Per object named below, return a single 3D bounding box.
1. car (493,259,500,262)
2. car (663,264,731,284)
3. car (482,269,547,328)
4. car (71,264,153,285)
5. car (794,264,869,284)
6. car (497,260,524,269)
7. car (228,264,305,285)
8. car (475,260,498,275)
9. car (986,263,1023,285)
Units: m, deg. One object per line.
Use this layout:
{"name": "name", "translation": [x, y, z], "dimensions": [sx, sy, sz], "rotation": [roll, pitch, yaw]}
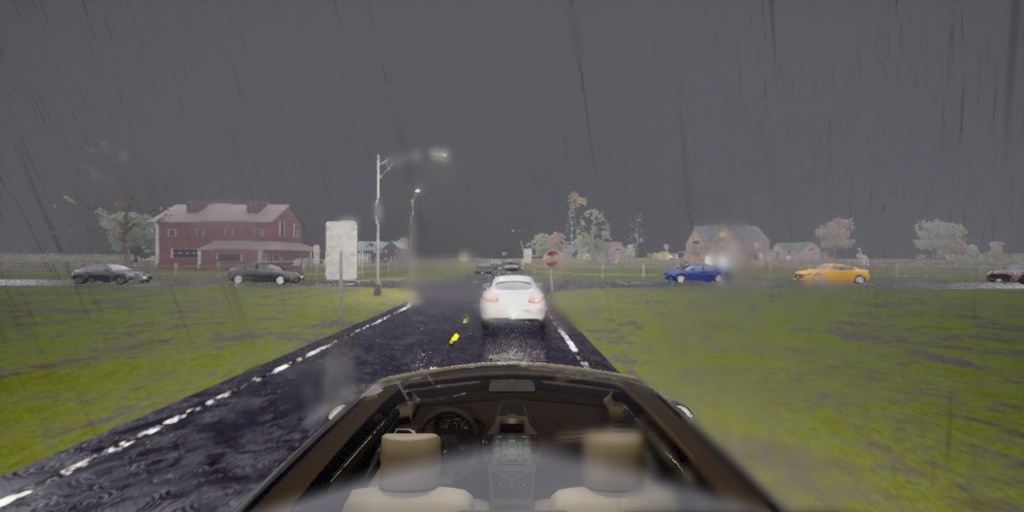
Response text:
{"name": "car", "translation": [-3.077, 1.497, 55.461], "dimensions": [2.033, 1.411, 5.357], "rotation": [0, 0, 0]}
{"name": "car", "translation": [14.703, 1.381, 28.701], "dimensions": [5.008, 1.535, 1.882], "rotation": [0, 0, 0]}
{"name": "car", "translation": [0.057, 1.314, 11.464], "dimensions": [1.812, 1.442, 4.674], "rotation": [0, 0, 0]}
{"name": "car", "translation": [-28.819, 1.292, 25.873], "dimensions": [4.674, 1.442, 1.812], "rotation": [0, 0, 0]}
{"name": "car", "translation": [25.445, 1.423, 28.668], "dimensions": [5.008, 1.535, 1.882], "rotation": [0, 0, 0]}
{"name": "car", "translation": [-0.036, 1.366, 30.457], "dimensions": [1.837, 1.490, 4.892], "rotation": [0, 0, 0]}
{"name": "car", "translation": [-17.581, 1.301, 25.838], "dimensions": [4.892, 1.490, 1.837], "rotation": [0, 0, 0]}
{"name": "car", "translation": [-3.066, 1.448, 41.539], "dimensions": [2.033, 1.411, 5.357], "rotation": [0, 0, 1]}
{"name": "car", "translation": [41.062, 1.366, 28.592], "dimensions": [4.553, 1.767, 2.097], "rotation": [0, 0, 1]}
